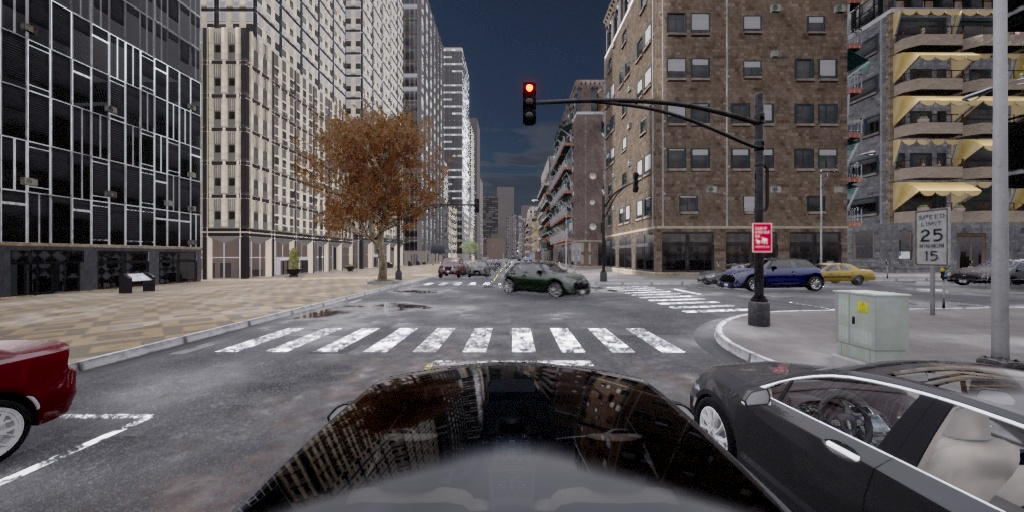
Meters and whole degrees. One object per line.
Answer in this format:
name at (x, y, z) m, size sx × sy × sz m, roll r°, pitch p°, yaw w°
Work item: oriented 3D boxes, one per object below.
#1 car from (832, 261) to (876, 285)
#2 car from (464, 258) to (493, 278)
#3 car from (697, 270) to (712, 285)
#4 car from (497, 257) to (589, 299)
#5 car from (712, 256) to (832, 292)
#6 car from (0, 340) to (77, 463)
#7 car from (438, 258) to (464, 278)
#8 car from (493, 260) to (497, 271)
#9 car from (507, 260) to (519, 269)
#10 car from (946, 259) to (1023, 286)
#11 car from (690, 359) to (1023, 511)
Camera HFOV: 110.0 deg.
car at (18.830, 0.992, 21.503) m, size 4.829 × 1.417 × 1.751 m, roll 0°, pitch 0°, yaw -1°
car at (-3.104, 1.266, 34.170) m, size 1.837 × 1.490 × 4.892 m, roll 0°, pitch 1°, yaw 0°
car at (13.433, 1.095, 21.448) m, size 4.403 × 1.370 × 2.007 m, roll 0°, pitch 0°, yaw -1°
car at (1.691, 1.106, 18.388) m, size 4.553 × 1.767 × 2.097 m, roll 0°, pitch 0°, yaw 44°
car at (13.521, 0.896, 18.884) m, size 4.553 × 1.767 × 2.097 m, roll -1°, pitch 0°, yaw 0°
car at (-5.692, 1.295, 2.030) m, size 1.888 × 1.381 × 4.507 m, roll 0°, pitch 0°, yaw 0°
car at (-5.695, 1.078, 34.418) m, size 2.192 × 1.841 × 5.009 m, roll 0°, pitch 0°, yaw 0°
car at (-3.099, 1.338, 48.792) m, size 1.994 × 1.385 × 4.181 m, roll 0°, pitch 0°, yaw 0°
car at (0.096, 1.308, 56.241) m, size 1.812 × 1.442 × 4.674 m, roll 0°, pitch 0°, yaw 0°
car at (26.504, 0.911, 18.992) m, size 5.357 × 1.411 × 2.033 m, roll -1°, pitch 0°, yaw -1°
car at (2.688, 1.300, 2.031) m, size 2.007 × 1.370 × 4.403 m, roll 0°, pitch 0°, yaw 0°
